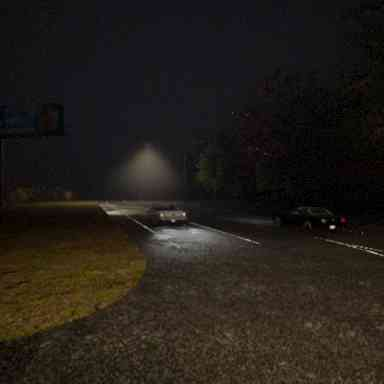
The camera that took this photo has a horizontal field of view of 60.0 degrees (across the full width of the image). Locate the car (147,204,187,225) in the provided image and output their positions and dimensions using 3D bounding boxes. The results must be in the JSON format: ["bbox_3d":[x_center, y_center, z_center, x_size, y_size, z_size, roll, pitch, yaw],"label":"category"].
[{"bbox_3d":[-1.832,1.484,22.957,1.895,1.301,4.718,0,0,-18],"label":"car"}]

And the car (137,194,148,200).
[{"bbox_3d":[-11.118,1.126,74.562,1.812,1.442,4.674,0,0,-18],"label":"car"}]

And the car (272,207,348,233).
[{"bbox_3d":[6.618,1.519,19.403,1.895,1.301,4.718,0,0,-18],"label":"car"}]
